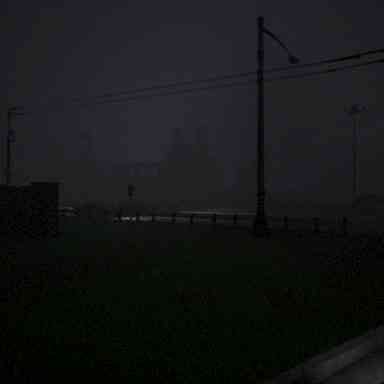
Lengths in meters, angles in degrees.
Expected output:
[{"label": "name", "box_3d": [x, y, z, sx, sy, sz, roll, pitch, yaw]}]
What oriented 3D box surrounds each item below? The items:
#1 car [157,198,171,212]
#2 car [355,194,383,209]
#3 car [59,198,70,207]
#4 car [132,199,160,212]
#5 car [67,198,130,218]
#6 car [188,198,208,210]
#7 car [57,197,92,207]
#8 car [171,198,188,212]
[{"label": "car", "box_3d": [-5.222, 1.514, 36.331, 4.902, 1.511, 2.128, 0, 0, 29]}, {"label": "car", "box_3d": [25.765, 1.286, 47.451, 5.566, 2.045, 2.150, 0, 0, -28]}, {"label": "car", "box_3d": [-20.545, 1.367, 48.931, 4.553, 1.767, 2.097, 0, 0, 29]}, {"label": "car", "box_3d": [-5.876, 1.619, 32.686, 4.718, 1.301, 1.895, 0, 0, 29]}, {"label": "car", "box_3d": [-8.381, 1.561, 30.077, 5.357, 1.411, 2.033, 0, 0, 29]}, {"label": "car", "box_3d": [-0.293, 1.540, 43.868, 4.892, 1.490, 1.837, 0, 1, 14]}, {"label": "car", "box_3d": [-18.260, 1.567, 51.669, 5.357, 1.411, 2.033, 0, 0, 29]}, {"label": "car", "box_3d": [-3.385, 1.518, 39.314, 4.902, 1.511, 2.128, 0, 0, 29]}]
